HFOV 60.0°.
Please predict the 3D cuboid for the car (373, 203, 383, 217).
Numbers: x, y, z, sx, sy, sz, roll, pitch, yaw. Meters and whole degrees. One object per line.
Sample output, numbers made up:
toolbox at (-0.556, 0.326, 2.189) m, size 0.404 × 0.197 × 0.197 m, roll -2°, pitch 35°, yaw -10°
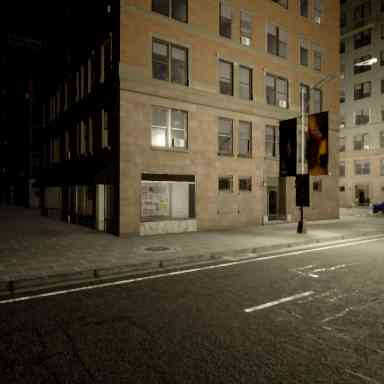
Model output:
car at (18.206, 1.469, 28.536) m, size 1.882 × 1.535 × 5.008 m, roll 0°, pitch 0°, yaw -29°
